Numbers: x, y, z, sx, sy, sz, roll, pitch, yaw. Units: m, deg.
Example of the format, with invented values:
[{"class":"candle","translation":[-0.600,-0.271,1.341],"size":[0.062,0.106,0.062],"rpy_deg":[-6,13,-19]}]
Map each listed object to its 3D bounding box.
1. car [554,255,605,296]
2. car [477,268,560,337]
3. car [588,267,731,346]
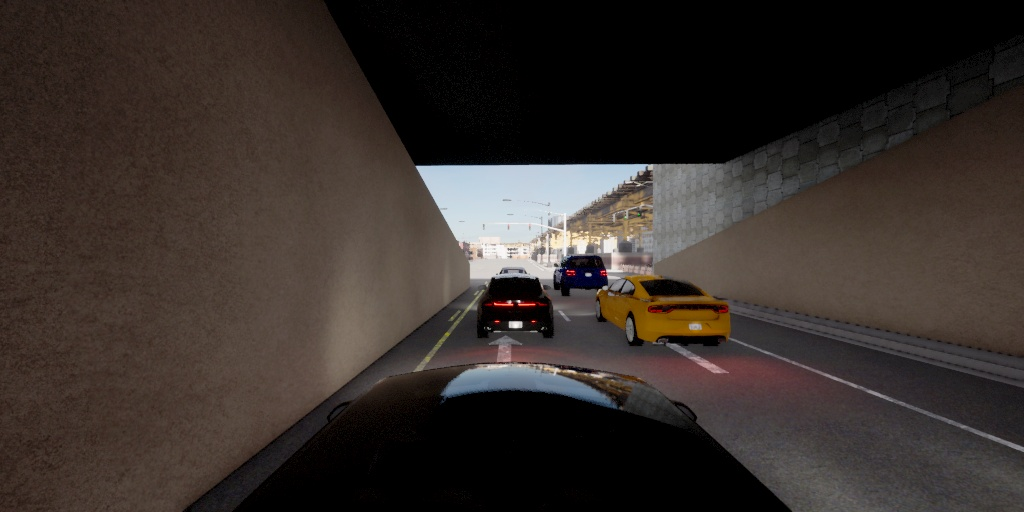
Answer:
[{"class":"car","translation":[3.568,0.971,19.429],"size":[2.150,2.045,5.566],"rpy_deg":[0,0,0]},{"class":"car","translation":[0.076,1.255,10.258],"size":[1.837,1.490,4.892],"rpy_deg":[0,0,0]},{"class":"car","translation":[3.574,1.228,9.459],"size":[1.882,1.535,5.008],"rpy_deg":[0,0,0]}]
